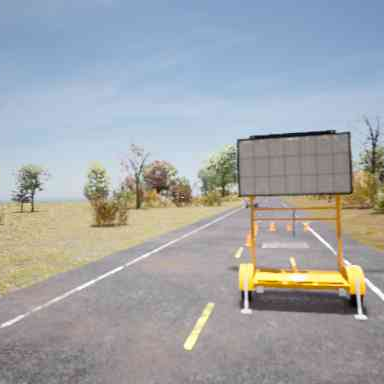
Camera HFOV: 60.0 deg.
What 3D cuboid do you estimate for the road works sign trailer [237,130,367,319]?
[{"bbox_3d":[2.280,0.481,7.485,2.380,3.560,2.880,-2,-1,13],"label":"road works sign trailer"}]

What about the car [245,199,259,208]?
[{"bbox_3d":[9.570,1.744,52.947,1.882,1.535,5.008,-2,-1,13],"label":"car"}]
